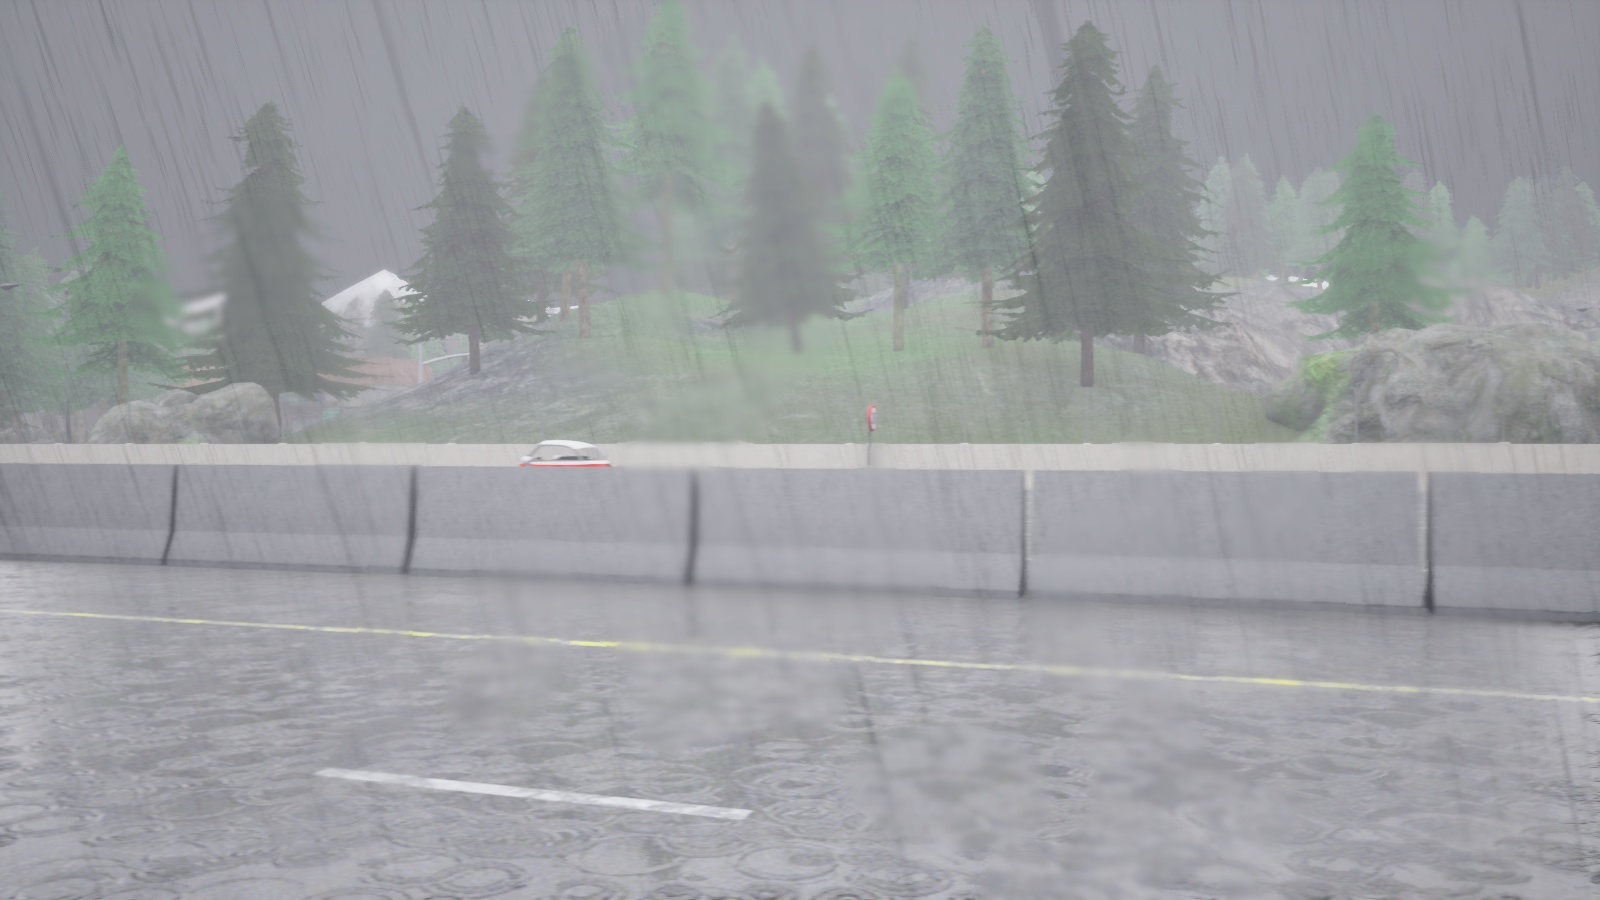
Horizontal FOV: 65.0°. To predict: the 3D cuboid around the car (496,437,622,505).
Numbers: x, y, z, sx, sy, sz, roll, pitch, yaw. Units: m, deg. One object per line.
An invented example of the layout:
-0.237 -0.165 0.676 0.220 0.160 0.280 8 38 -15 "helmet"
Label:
-5.180 0.427 27.091 2.207 1.376 1.481 1 1 19 "car"
